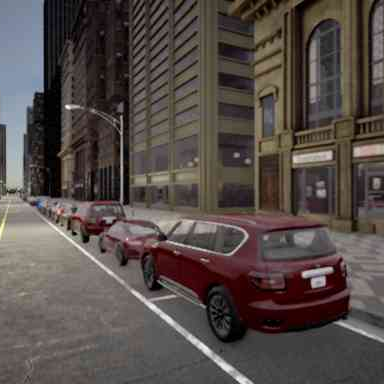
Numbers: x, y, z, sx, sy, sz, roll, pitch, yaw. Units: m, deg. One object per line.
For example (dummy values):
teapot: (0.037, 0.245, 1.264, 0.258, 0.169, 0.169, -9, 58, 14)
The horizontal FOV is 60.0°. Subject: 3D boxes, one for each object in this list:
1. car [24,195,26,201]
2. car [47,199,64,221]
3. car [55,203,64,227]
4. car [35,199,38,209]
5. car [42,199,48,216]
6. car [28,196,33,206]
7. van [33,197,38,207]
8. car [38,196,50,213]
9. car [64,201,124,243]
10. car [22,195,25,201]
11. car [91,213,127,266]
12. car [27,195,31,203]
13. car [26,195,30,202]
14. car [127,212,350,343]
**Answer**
car: (-36.565, 1.887, 75.707, 1.802, 1.307, 4.206, 0, 0, -28)
car: (-10.020, 1.529, 26.379, 1.967, 1.590, 4.097, 0, 0, -28)
car: (-7.364, 1.633, 21.446, 1.947, 1.339, 4.313, 0, 0, -28)
car: (-17.982, 1.735, 41.177, 1.802, 1.307, 4.206, 0, 0, -28)
car: (-12.673, 1.676, 31.312, 1.947, 1.339, 4.313, 0, 0, -28)
car: (-25.946, 1.763, 55.975, 1.887, 1.381, 4.507, 0, 0, -28)
van: (-20.639, 1.516, 46.109, 1.690, 1.788, 3.998, 0, 0, -28)
car: (-15.329, 1.572, 36.244, 1.967, 1.590, 4.097, 0, 0, -28)
car: (-4.711, 1.362, 16.513, 2.192, 1.841, 5.009, 0, 0, -28)
car: (-41.875, 1.893, 85.572, 1.887, 1.381, 4.507, 0, 0, -28)
car: (-2.055, 1.608, 11.581, 1.802, 1.307, 4.206, 0, 0, -28)
car: (-28.602, 1.784, 60.909, 1.887, 1.381, 4.507, 0, 0, -28)
car: (-31.257, 1.702, 65.841, 1.967, 1.590, 4.097, 0, 0, -28)
car: (0.598, 1.321, 6.648, 2.192, 1.841, 5.009, 0, 0, -28)
